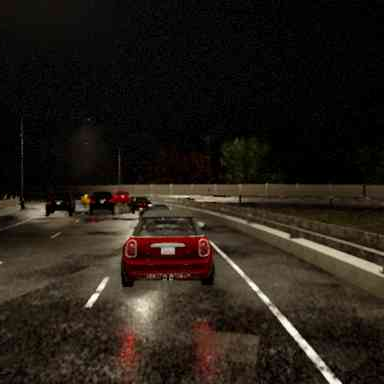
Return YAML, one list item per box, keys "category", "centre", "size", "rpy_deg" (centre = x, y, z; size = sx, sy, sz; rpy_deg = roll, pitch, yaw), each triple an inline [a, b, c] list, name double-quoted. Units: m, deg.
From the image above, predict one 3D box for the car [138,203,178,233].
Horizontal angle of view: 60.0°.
- category: "car"
  centre: [-2.095, 1.400, 19.418]
  size: [1.994, 1.385, 4.181]
  rpy_deg: [0, 1, -10]

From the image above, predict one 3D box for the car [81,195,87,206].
- category: "car"
  centre: [-14.136, 1.096, 45.820]
  size: [1.882, 1.535, 5.008]
  rpy_deg: [0, 0, -25]

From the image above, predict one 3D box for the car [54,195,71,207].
- category: "car"
  centre: [-17.457, 1.133, 44.676]
  size: [1.837, 1.490, 4.892]
  rpy_deg: [0, 0, -24]

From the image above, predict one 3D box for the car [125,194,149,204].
- category: "car"
  centre: [-4.978, 1.238, 31.712]
  size: [1.837, 1.490, 4.892]
  rpy_deg: [0, 1, -16]

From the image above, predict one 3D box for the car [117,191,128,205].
- category: "car"
  centre: [-9.965, 0.838, 45.160]
  size: [2.150, 2.045, 5.566]
  rpy_deg: [0, 0, -24]

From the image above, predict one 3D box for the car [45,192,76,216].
- category: "car"
  centre: [-11.566, 0.977, 29.469]
  size: [2.150, 2.045, 5.566]
  rpy_deg: [0, 0, -17]

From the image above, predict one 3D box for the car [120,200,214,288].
- category: "car"
  centre: [-0.686, 1.272, 9.274]
  size: [2.097, 1.767, 4.553]
  rpy_deg: [0, 0, -5]

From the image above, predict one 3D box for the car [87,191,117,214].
- category: "car"
  centre: [-8.724, 0.954, 32.071]
  size: [2.150, 2.045, 5.566]
  rpy_deg: [0, 1, -16]
